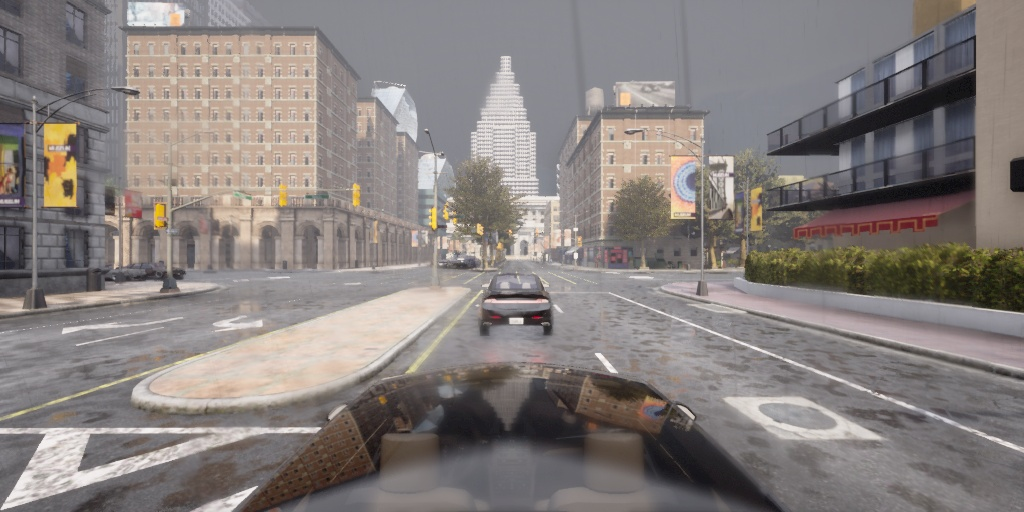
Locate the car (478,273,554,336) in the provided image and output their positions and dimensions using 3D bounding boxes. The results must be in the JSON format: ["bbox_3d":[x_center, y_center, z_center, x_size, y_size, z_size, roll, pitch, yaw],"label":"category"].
[{"bbox_3d":[0.108,1.241,10.437,2.128,1.511,4.902,0,0,0],"label":"car"}]

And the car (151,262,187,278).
[{"bbox_3d":[-33.841,1.297,33.564,5.357,1.411,2.033,0,0,0],"label":"car"}]

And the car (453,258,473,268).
[{"bbox_3d":[-8.010,1.351,59.125,1.895,1.301,4.718,0,0,0],"label":"car"}]

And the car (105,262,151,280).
[{"bbox_3d":[-33.818,1.351,30.066,4.718,1.301,1.895,0,0,0],"label":"car"}]

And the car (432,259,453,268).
[{"bbox_3d":[-11.499,1.241,60.573,2.128,1.511,4.902,0,0,0],"label":"car"}]
